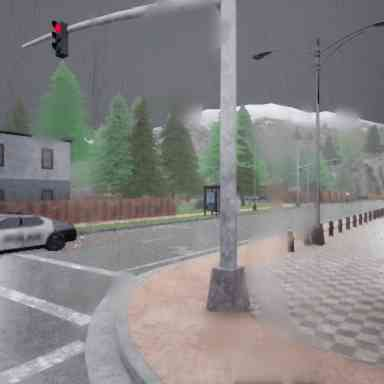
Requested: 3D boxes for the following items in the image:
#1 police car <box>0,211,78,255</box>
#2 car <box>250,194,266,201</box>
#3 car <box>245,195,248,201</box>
[{"bbox_3d":[-6.699,1.492,11.760,2.038,1.542,4.974,0,0,37],"label":"police car"},{"bbox_3d":[15.311,1.140,76.300,1.932,1.855,4.605,0,0,36],"label":"car"},{"bbox_3d":[13.046,1.142,77.459,1.905,1.878,3.866,0,0,36],"label":"car"}]
